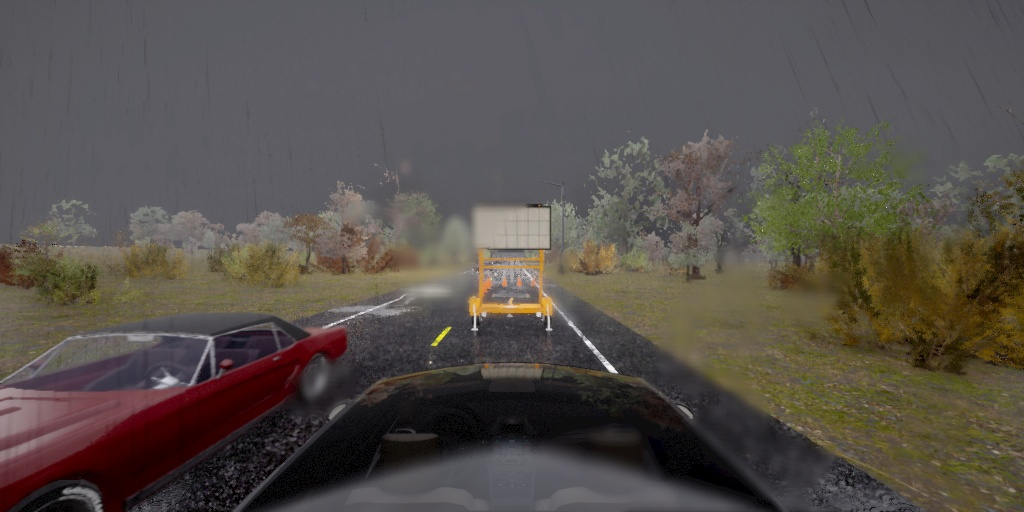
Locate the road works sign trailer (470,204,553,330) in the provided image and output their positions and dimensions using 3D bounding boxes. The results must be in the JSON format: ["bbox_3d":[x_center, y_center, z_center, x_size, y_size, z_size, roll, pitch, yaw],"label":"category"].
[{"bbox_3d":[-0.003,0.214,11.055,2.380,3.560,2.880,0,0,0],"label":"road works sign trailer"}]

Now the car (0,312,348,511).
[{"bbox_3d":[-3.599,1.351,3.611,1.895,1.301,4.718,0,0,0],"label":"car"}]

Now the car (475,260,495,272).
[{"bbox_3d":[-3.617,1.315,46.867,1.994,1.385,4.181,0,0,0],"label":"car"}]
